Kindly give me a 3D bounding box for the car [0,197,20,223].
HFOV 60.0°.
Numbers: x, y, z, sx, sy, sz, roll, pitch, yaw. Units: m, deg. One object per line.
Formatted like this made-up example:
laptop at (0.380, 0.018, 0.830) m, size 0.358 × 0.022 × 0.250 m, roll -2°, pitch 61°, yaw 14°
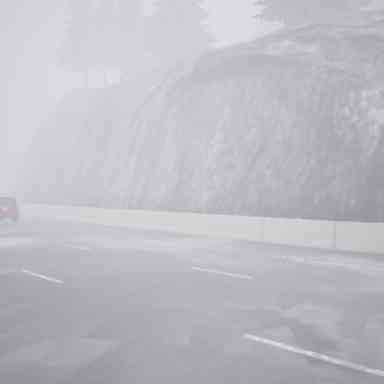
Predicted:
car at (-15.654, 1.384, 26.624) m, size 2.150 × 2.045 × 5.566 m, roll 1°, pitch 0°, yaw -44°
